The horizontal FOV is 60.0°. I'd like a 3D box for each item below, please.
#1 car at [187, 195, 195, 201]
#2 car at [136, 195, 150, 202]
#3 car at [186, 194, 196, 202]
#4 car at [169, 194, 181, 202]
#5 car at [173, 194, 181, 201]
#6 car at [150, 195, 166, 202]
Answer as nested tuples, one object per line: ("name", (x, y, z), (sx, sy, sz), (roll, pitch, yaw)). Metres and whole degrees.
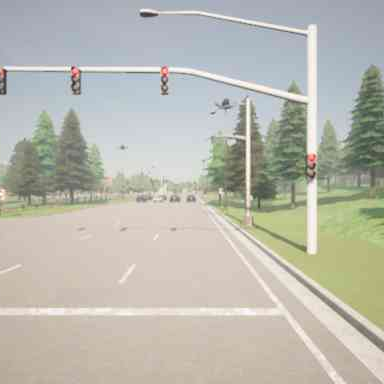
("car", (-0.173, 1.326, 80.917), (1.994, 1.385, 4.181), (0, 0, 0))
("car", (-10.650, 1.440, 70.474), (1.837, 1.490, 4.892), (0, 0, 0))
("car", (-0.151, 1.295, 70.850), (2.097, 1.767, 4.553), (0, 0, 0))
("car", (-3.651, 1.296, 70.876), (2.097, 1.767, 4.553), (0, 0, 0))
("car", (-3.673, 1.297, 80.909), (1.812, 1.442, 4.674), (0, 0, 0))
("car", (-7.151, 1.536, 70.929), (1.895, 1.301, 4.718), (0, 0, 0))
